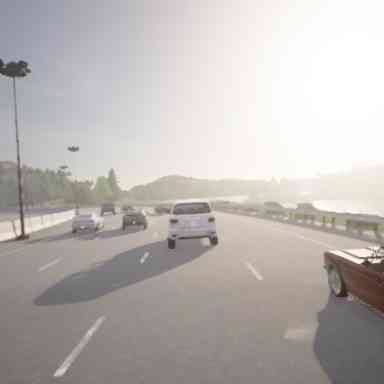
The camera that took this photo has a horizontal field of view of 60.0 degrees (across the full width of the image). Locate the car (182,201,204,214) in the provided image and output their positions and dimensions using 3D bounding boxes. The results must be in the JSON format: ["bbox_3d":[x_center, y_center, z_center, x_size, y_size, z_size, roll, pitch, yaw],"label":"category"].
[{"bbox_3d":[0.056,1.953,42.415,1.812,1.442,4.674,-3,-1,-12],"label":"car"}]

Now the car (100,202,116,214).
[{"bbox_3d":[-13.784,2.650,54.534,2.150,2.045,5.566,-3,0,-16],"label":"car"}]

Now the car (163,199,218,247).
[{"bbox_3d":[-0.110,1.394,16.343,2.150,2.045,5.566,-3,-1,-4],"label":"car"}]

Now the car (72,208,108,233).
[{"bbox_3d":[-8.003,2.295,25.833,1.812,1.442,4.674,-3,-1,-6],"label":"car"}]

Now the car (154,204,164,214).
[{"bbox_3d":[-4.274,2.349,47.004,1.895,1.301,4.718,-3,-1,-14],"label":"car"}]

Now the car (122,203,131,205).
[{"bbox_3d":[-11.958,2.876,60.592,1.837,1.490,4.892,-2,-2,-19],"label":"car"}]

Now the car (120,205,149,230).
[{"bbox_3d":[-4.451,2.038,26.201,2.128,1.511,4.902,-3,-1,-7],"label":"car"}]

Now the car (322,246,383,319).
[{"bbox_3d":[3.740,1.417,5.185,1.895,1.301,4.718,-4,-1,1],"label":"car"}]
